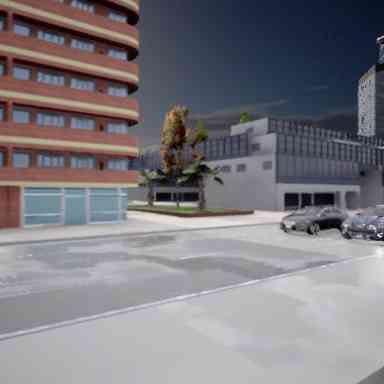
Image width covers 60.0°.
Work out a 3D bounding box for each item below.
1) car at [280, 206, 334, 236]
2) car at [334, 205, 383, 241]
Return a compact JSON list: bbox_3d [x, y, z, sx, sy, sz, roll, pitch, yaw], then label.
[{"bbox_3d":[7.052,1.546,18.846,4.902,1.511,2.128,0,0,-35],"label":"car"},{"bbox_3d":[9.285,1.408,16.140,4.553,1.767,2.097,0,0,-35],"label":"car"}]
